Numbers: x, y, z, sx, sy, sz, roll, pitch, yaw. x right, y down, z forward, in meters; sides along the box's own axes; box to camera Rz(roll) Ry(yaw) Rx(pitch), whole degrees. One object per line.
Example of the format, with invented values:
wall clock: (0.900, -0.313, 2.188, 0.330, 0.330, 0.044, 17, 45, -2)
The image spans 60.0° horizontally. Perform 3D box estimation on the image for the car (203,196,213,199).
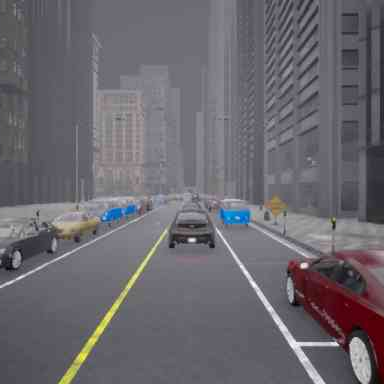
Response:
car: (2.760, 1.577, 44.579, 1.802, 1.307, 4.206, 0, 0, 0)

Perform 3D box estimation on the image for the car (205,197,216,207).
car: (2.760, 1.578, 38.938, 1.802, 1.307, 4.206, 0, 0, 0)

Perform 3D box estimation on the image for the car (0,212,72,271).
car: (-5.766, 1.549, 10.730, 2.008, 1.369, 4.403, 0, 0, 0)

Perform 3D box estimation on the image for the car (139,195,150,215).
car: (-5.766, 1.436, 33.293, 1.967, 1.590, 4.097, 0, 0, 0)

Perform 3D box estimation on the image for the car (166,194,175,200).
car: (-5.765, 1.424, 89.702, 1.967, 1.590, 4.097, 0, 0, 0)

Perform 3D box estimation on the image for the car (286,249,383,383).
car: (2.759, 1.543, 5.094, 1.887, 1.381, 4.507, 0, 0, 0)

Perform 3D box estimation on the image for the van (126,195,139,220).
van: (-5.766, 1.338, 27.652, 1.690, 1.788, 3.998, 0, 0, 0)

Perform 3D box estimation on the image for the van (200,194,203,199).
van: (2.759, 1.334, 55.860, 1.690, 1.788, 3.998, 0, 0, 0)

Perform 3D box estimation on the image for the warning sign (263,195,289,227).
warning sign: (5.071, 1.113, 20.154, 1.300, 1.860, 1.060, 0, 0, 0)

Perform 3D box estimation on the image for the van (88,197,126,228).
van: (-5.767, 1.338, 22.011, 1.690, 1.788, 3.998, 0, 0, 0)

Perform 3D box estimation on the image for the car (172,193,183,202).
car: (-3.000, 1.426, 75.955, 1.882, 1.535, 5.008, 0, 0, 0)

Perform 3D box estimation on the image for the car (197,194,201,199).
car: (2.760, 1.533, 78.423, 1.887, 1.381, 4.507, 0, 0, 0)

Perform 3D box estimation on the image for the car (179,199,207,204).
car: (0.000, 1.570, 29.651, 1.994, 1.385, 4.181, 0, 0, 0)

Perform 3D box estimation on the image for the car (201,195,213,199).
car: (2.760, 1.560, 50.219, 1.947, 1.339, 4.313, 0, 0, 0)

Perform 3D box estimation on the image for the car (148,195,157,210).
car: (-5.766, 1.311, 38.934, 2.192, 1.841, 5.009, 0, 0, 0)

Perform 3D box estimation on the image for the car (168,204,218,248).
car: (0.000, 1.515, 14.651, 1.837, 1.490, 4.892, 0, 0, 0)

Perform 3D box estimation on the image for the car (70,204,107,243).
car: (-5.766, 1.523, 16.200, 1.752, 1.417, 4.829, 0, 0, 0)

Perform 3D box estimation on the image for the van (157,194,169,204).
van: (-5.766, 1.333, 61.498, 1.690, 1.788, 3.998, 0, 0, 0)

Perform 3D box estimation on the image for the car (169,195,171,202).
car: (-5.765, 1.536, 67.139, 1.887, 1.381, 4.507, 0, 0, 0)

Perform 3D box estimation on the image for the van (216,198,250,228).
van: (2.759, 1.338, 22.016, 1.690, 1.788, 3.998, 0, 0, 0)

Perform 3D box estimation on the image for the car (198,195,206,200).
car: (2.760, 1.535, 89.704, 2.008, 1.369, 4.403, 0, 0, 0)

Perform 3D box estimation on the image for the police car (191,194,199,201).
police car: (0.772, 1.413, 90.239, 1.930, 1.638, 5.238, 0, 0, -2)

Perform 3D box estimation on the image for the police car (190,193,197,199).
police car: (0.888, 1.416, 80.268, 1.930, 1.638, 5.238, 0, 0, 0)
